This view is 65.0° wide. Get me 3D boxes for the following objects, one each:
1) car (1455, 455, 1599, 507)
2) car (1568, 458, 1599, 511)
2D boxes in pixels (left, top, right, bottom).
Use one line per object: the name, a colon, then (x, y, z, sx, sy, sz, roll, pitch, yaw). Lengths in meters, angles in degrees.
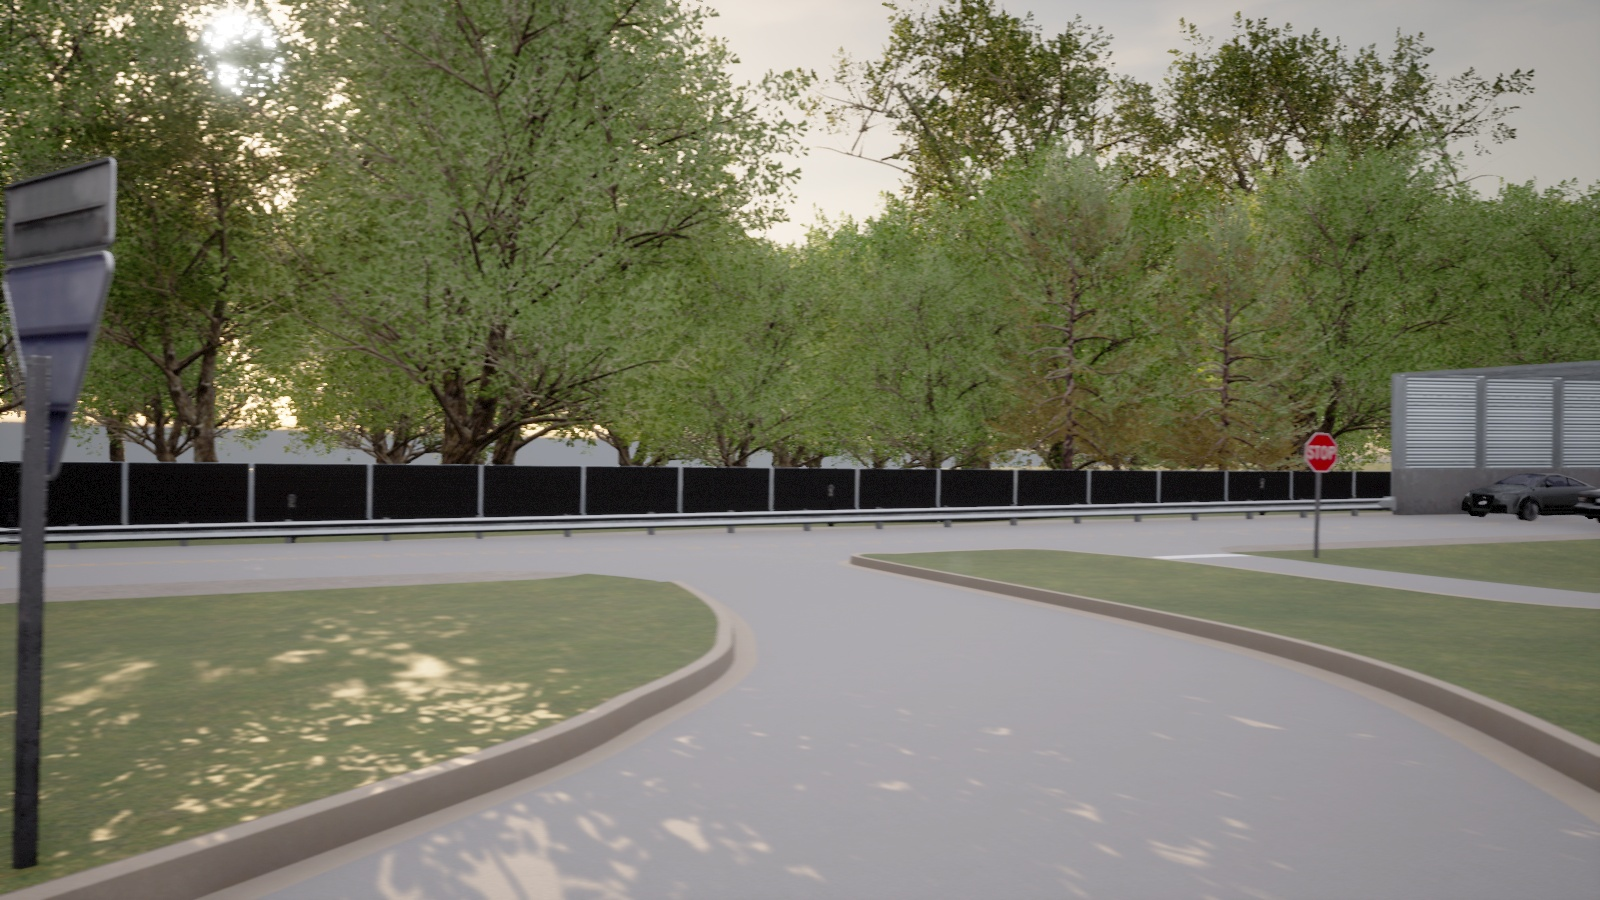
car: (22.337, 0.916, 38.116, 4.181, 1.385, 1.994, -1, 1, -18)
car: (24.403, 0.907, 35.125, 5.357, 1.411, 2.033, -1, 1, -19)
